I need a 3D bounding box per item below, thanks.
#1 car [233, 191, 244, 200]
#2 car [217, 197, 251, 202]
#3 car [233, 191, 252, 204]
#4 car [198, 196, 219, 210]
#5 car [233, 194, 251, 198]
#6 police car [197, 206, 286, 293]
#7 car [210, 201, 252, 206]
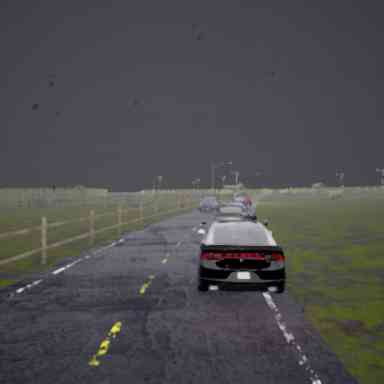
[{"bbox_3d":[10.929,0.796,77.603,2.150,2.045,5.566,0,0,12],"label":"car"},{"bbox_3d":[3.163,1.416,24.526,1.882,1.535,5.008,0,0,10],"label":"car"},{"bbox_3d":[8.209,1.077,52.148,2.150,2.045,5.566,0,0,12],"label":"car"},{"bbox_3d":[2.098,1.253,37.283,2.097,1.767,4.553,0,0,12],"label":"car"},{"bbox_3d":[6.026,1.364,42.061,1.882,1.535,5.008,0,0,13],"label":"car"},{"bbox_3d":[1.181,1.407,9.010,1.930,1.638,5.238,0,0,4],"label":"police car"},{"bbox_3d":[2.217,1.461,18.693,1.837,1.490,4.892,0,0,8],"label":"car"}]
